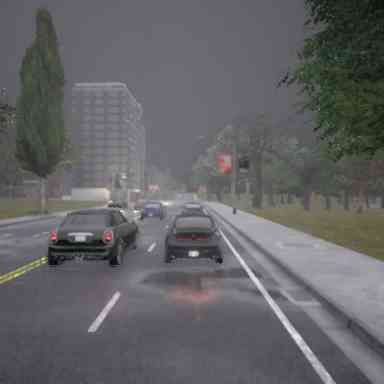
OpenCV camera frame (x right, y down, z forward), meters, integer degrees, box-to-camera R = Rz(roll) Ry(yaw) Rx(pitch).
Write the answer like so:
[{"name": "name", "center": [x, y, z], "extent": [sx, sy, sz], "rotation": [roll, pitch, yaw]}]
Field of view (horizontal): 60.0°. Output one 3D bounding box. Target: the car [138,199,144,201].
[{"name": "car", "center": [-6.611, 1.665, 44.944], "extent": [1.812, 1.442, 4.674], "rotation": [0, 0, 0]}]

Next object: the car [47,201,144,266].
[{"name": "car", "center": [-3.188, 1.359, 11.664], "extent": [2.097, 1.767, 4.553], "rotation": [0, 0, 0]}]

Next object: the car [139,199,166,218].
[{"name": "car", "center": [-3.188, 1.583, 28.045], "extent": [1.812, 1.442, 4.674], "rotation": [0, 0, 0]}]

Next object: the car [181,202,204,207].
[{"name": "car", "center": [0.062, 1.584, 28.022], "extent": [1.812, 1.442, 4.674], "rotation": [0, 0, 0]}]

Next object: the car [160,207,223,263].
[{"name": "car", "center": [0.065, 1.516, 12.039], "extent": [1.837, 1.490, 4.892], "rotation": [0, 0, 0]}]
